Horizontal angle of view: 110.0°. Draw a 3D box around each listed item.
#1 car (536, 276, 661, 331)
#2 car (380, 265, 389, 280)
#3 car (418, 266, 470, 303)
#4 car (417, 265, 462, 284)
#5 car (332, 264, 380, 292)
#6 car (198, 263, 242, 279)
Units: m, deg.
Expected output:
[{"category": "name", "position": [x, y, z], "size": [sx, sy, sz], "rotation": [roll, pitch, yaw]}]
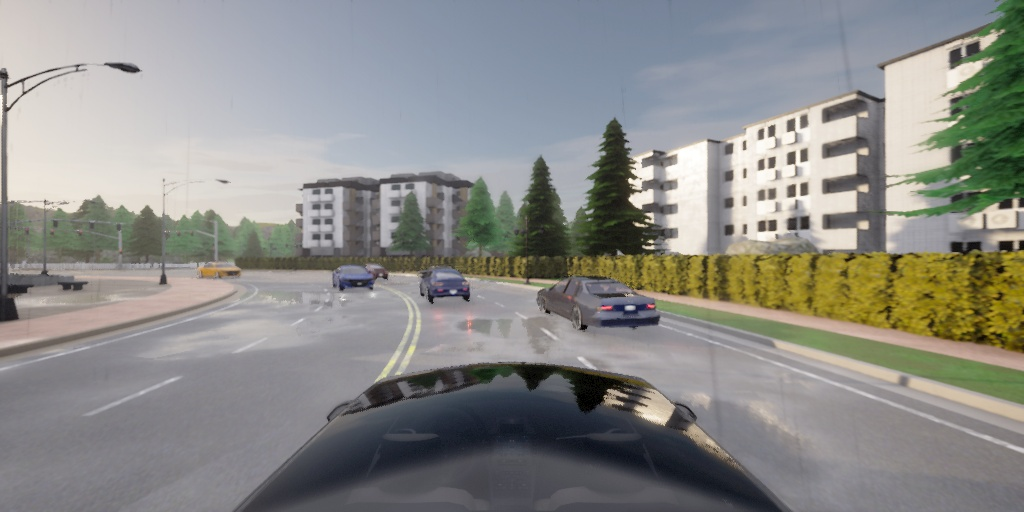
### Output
[{"category": "car", "position": [2.318, 1.326, 11.183], "size": [2.033, 1.411, 5.357], "rotation": [0, 0, -13]}, {"category": "car", "position": [-12.604, 1.416, 31.899], "size": [1.812, 1.442, 4.674], "rotation": [0, 0, -42]}, {"category": "car", "position": [-3.290, 1.340, 17.203], "size": [1.812, 1.442, 4.674], "rotation": [0, 0, -21]}, {"category": "car", "position": [-6.101, 1.467, 29.604], "size": [1.895, 1.301, 4.718], "rotation": [0, 0, -36]}, {"category": "car", "position": [-10.071, 1.328, 22.631], "size": [1.882, 1.535, 5.008], "rotation": [0, 0, -33]}, {"category": "car", "position": [-28.574, 1.418, 35.056], "size": [5.008, 1.535, 1.882], "rotation": [0, -1, 26]}]
